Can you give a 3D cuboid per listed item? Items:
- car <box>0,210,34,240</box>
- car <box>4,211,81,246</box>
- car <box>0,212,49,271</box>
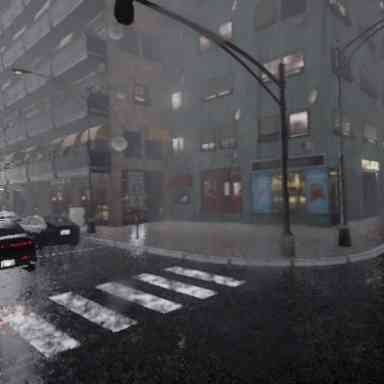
[{"bbox_3d":[-10.400,1.717,18.168,4.206,1.307,1.802,-1,-1,44],"label":"car"},{"bbox_3d":[-6.392,1.621,14.300,4.313,1.339,1.947,-1,-1,44],"label":"car"},{"bbox_3d":[-6.288,1.574,10.059,1.837,1.490,4.892,-4,2,-44],"label":"car"}]
